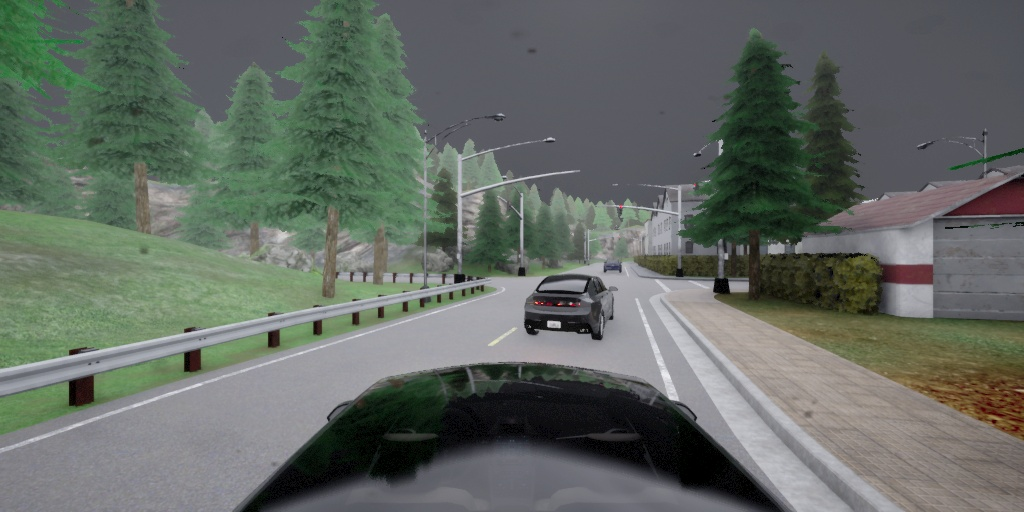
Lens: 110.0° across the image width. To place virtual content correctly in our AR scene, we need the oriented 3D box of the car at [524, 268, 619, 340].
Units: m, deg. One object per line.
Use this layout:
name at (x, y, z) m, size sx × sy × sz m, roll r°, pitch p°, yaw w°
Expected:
car at (1.785, 1.255, 10.130) m, size 1.837 × 1.490 × 4.892 m, roll 0°, pitch 0°, yaw 21°

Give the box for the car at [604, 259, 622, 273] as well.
car at (12.414, 1.102, 44.145) m, size 2.097 × 1.767 × 4.553 m, roll 0°, pitch 0°, yaw 17°
